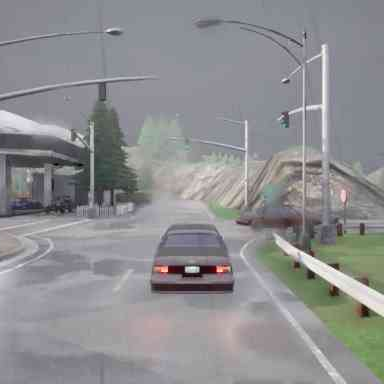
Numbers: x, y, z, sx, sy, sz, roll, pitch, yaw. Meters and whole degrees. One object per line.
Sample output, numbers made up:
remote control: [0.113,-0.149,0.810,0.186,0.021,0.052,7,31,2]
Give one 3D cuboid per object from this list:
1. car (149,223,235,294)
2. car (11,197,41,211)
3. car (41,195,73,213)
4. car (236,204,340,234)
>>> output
car: [0.003,1.547,8.940,2.033,1.411,5.357,0,0,0]
car: [-20.224,1.480,40.803,2.242,1.667,4.611,0,0,-1]
car: [-14.519,1.313,36.524,1.905,1.878,3.866,0,0,-1]
car: [5.073,1.384,18.022,5.357,1.411,2.033,-1,0,33]
